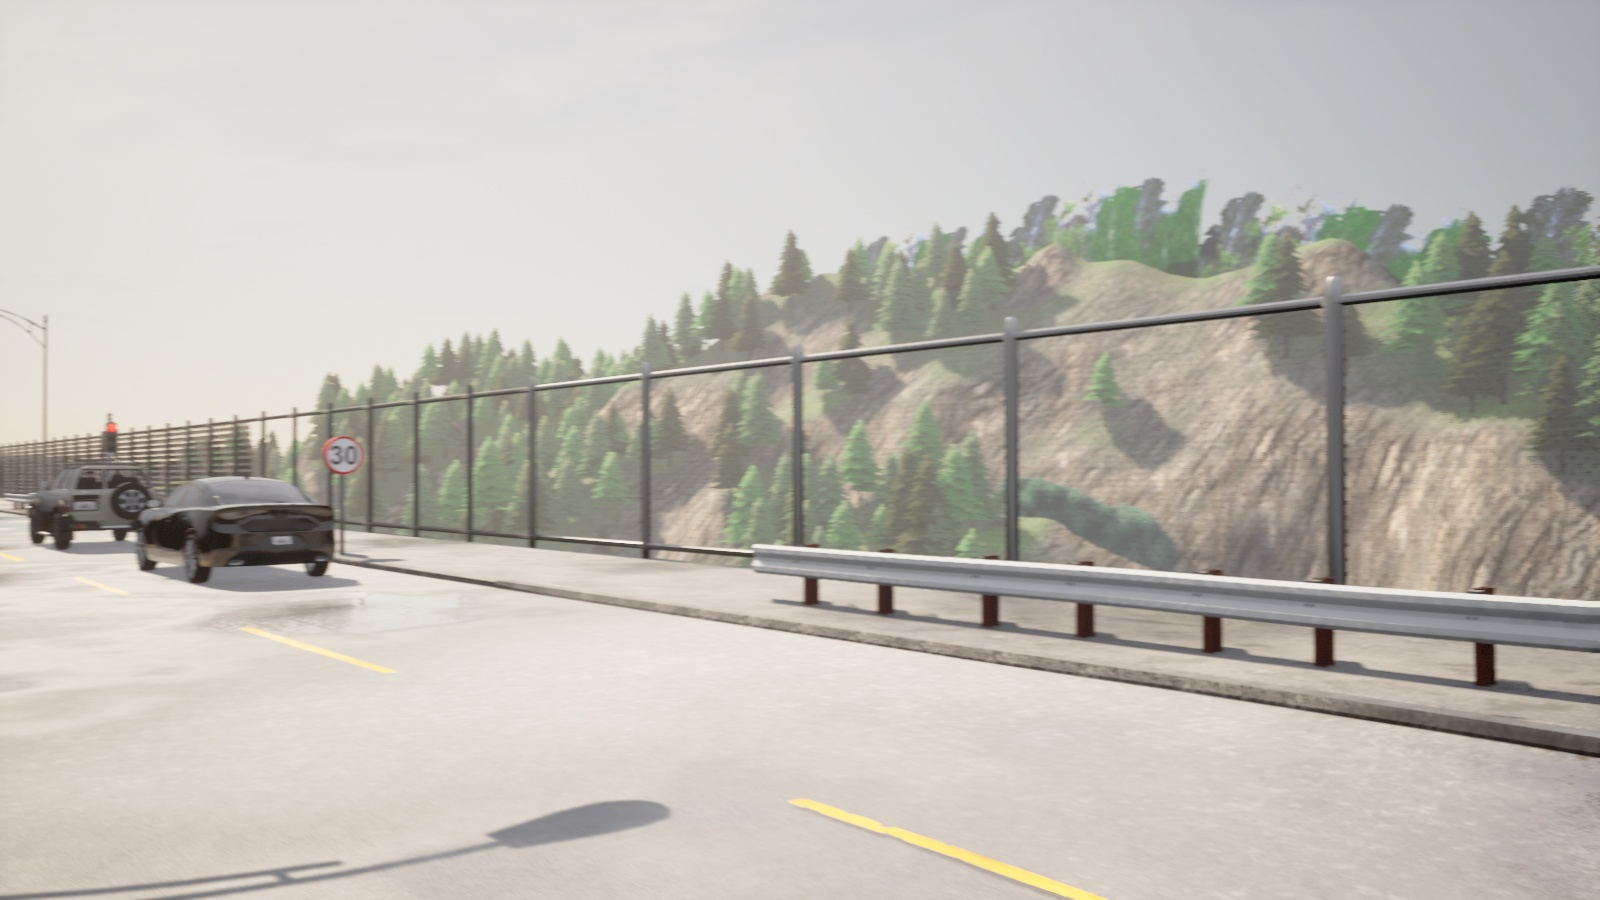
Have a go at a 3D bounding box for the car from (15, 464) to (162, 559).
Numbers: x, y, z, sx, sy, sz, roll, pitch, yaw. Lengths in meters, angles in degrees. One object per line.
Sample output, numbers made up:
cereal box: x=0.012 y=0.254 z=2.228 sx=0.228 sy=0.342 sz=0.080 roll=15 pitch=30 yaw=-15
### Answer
car: x=-15.438 y=1.267 z=27.130 sx=1.932 sy=1.855 sz=4.605 roll=0 pitch=-1 yaw=-40

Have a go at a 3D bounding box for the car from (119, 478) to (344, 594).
car: x=-8.947 y=1.225 z=19.492 sx=1.882 sy=1.535 sz=5.008 roll=0 pitch=-1 yaw=-40
